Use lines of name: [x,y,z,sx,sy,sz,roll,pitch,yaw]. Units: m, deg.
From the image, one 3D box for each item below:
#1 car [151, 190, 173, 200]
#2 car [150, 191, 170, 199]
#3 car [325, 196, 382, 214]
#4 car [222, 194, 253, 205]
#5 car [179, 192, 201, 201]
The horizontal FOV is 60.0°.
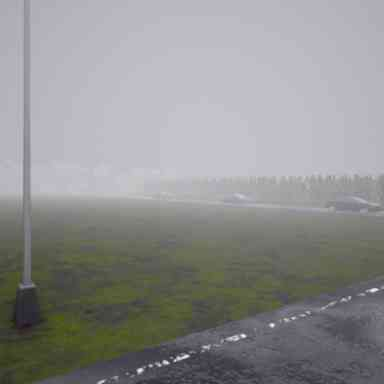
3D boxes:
car: [-5.221,0.480,59.563,2.097,1.767,4.553,1,1,-36]
car: [-6.375,0.586,65.882,1.994,1.385,4.181,1,1,-36]
car: [15.026,1.186,31.189,1.882,1.535,5.008,1,1,-36]
car: [5.920,0.958,43.878,1.812,1.442,4.674,1,1,-36]
car: [-0.347,0.691,57.573,2.128,1.511,4.902,1,1,-35]
